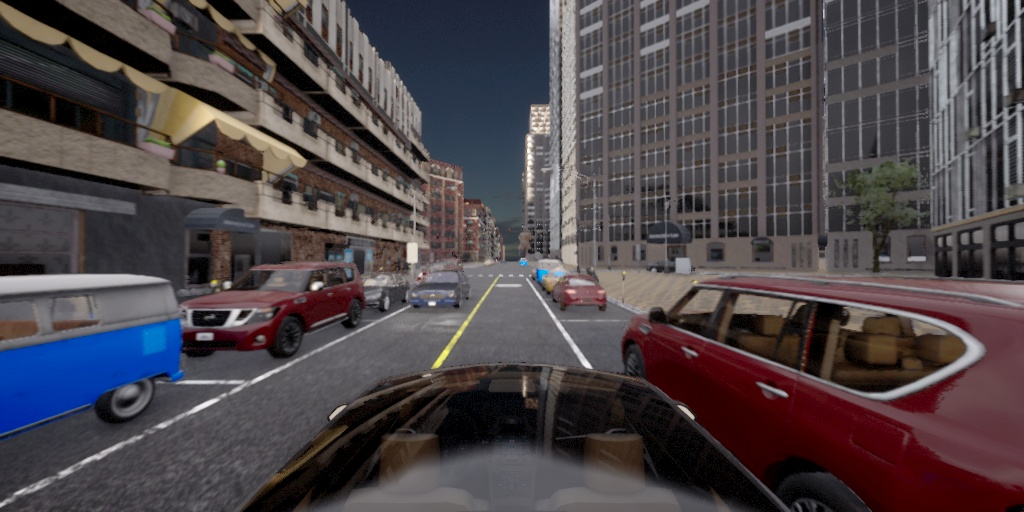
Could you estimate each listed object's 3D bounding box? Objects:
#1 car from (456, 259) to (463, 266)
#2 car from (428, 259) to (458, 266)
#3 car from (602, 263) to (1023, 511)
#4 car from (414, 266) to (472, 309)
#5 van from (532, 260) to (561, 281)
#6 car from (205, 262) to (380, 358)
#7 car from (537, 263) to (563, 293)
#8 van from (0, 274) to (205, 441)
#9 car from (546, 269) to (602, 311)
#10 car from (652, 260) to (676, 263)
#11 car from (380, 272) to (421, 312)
[{"bbox_3d":[-5.316,1.141,30.858,2.192,1.841,5.009,0,0,0],"label":"car"},{"bbox_3d":[-5.316,1.249,25.322,1.967,1.591,4.097,0,0,0],"label":"car"},{"bbox_3d":[2.566,1.068,3.187,2.192,1.841,5.009,0,0,0],"label":"car"},{"bbox_3d":[-2.849,1.329,15.466,2.033,1.411,5.357,0,0,0],"label":"car"},{"bbox_3d":[2.565,1.150,25.328,1.690,1.789,3.998,0,0,0],"label":"van"},{"bbox_3d":[-5.315,1.080,8.715,2.192,1.841,5.009,0,0,0],"label":"car"},{"bbox_3d":[2.565,1.318,19.964,1.751,1.417,4.829,0,0,0],"label":"car"},{"bbox_3d":[-5.315,1.094,3.179,1.690,1.789,3.998,0,0,0],"label":"van"},{"bbox_3d":[2.565,1.360,14.259,1.802,1.307,4.207,0,0,0],"label":"car"},{"bbox_3d":[16.817,1.172,38.107,4.892,1.490,1.837,-1,-1,41],"label":"car"},{"bbox_3d":[-5.315,1.329,14.252,2.007,1.370,4.403,0,0,0],"label":"car"}]
